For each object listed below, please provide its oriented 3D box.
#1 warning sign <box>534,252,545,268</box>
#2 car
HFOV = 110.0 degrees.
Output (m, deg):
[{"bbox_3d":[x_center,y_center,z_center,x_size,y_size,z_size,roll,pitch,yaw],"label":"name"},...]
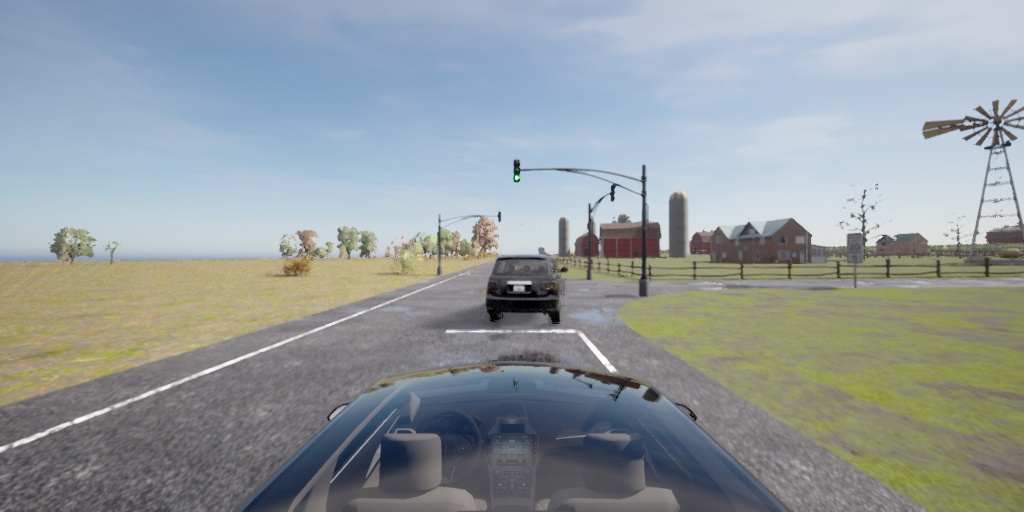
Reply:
[{"bbox_3d":[3.559,0.751,50.650,1.300,1.860,1.060,0,0,0],"label":"warning sign"},{"bbox_3d":[0.682,0.954,12.305,2.150,2.045,5.566,0,0,11],"label":"car"}]
